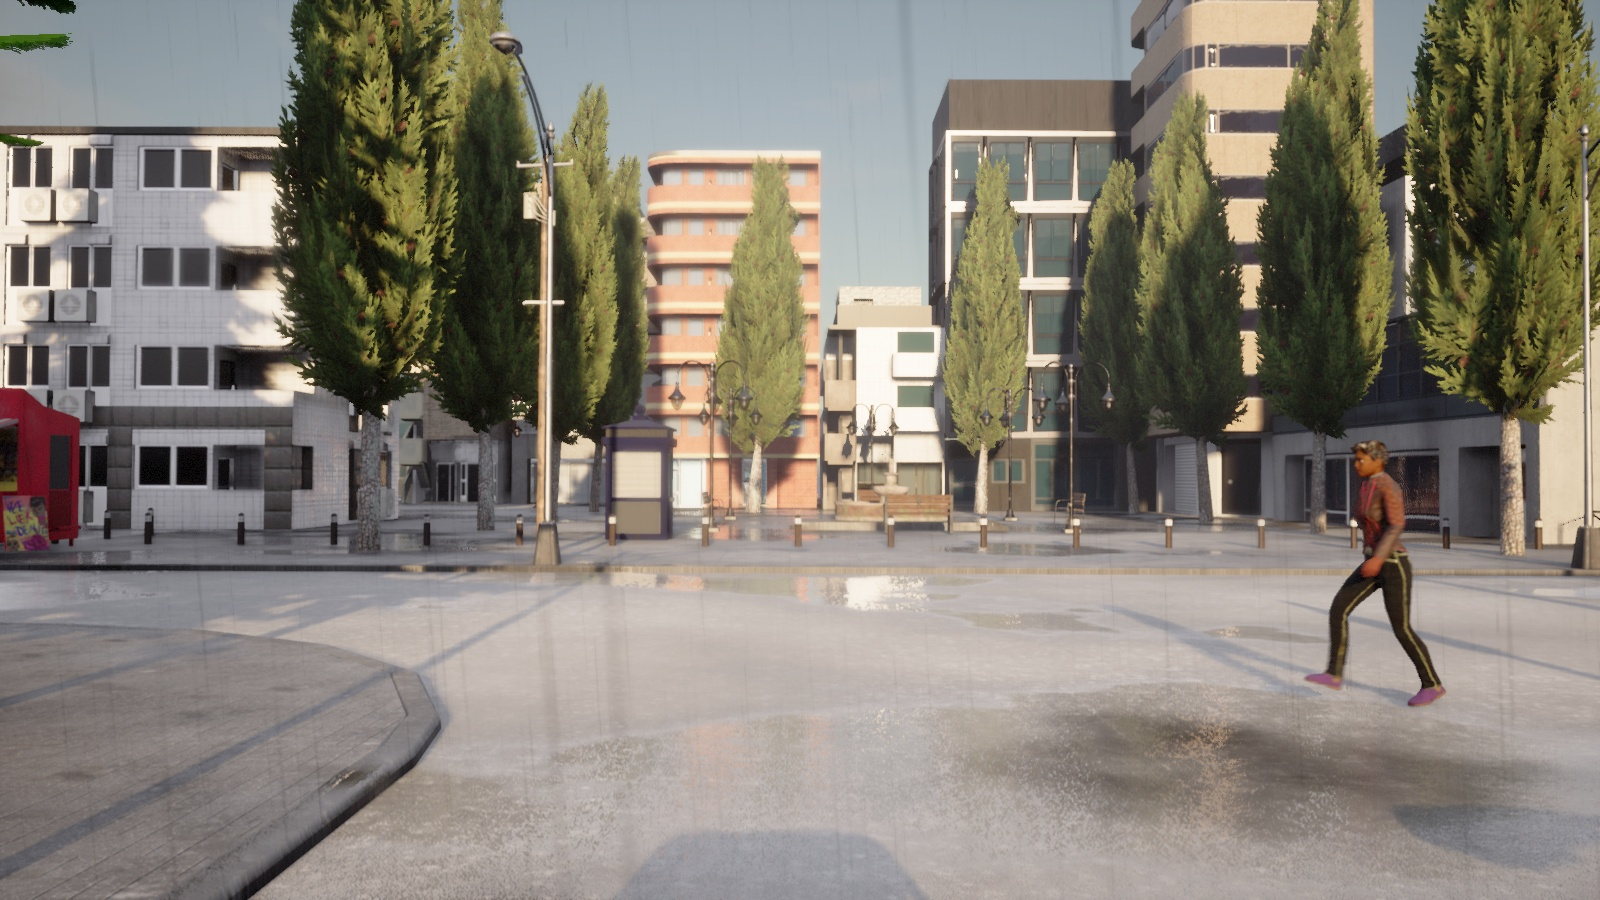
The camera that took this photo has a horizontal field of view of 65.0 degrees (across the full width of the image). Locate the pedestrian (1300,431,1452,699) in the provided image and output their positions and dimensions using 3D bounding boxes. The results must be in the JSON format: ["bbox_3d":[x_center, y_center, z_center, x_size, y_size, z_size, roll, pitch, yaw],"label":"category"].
[{"bbox_3d":[3.948,0.777,8.628,0.869,1.805,0.328,0,-1,0],"label":"pedestrian"}]
